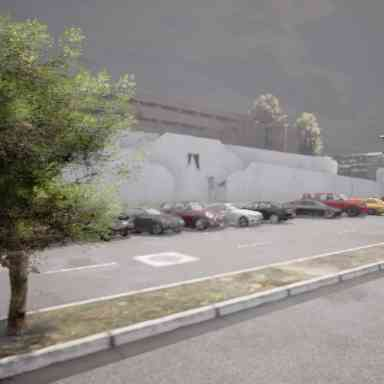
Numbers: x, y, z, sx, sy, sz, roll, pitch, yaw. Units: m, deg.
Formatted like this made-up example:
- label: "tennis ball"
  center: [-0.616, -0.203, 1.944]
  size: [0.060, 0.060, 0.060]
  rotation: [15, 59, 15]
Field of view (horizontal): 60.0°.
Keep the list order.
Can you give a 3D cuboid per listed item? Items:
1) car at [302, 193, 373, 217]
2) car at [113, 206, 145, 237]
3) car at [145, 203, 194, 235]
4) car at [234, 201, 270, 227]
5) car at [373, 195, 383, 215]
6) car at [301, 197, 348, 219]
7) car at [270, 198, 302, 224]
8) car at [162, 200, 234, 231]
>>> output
- label: "car"
  center: [12.147, 1.058, 28.862]
  size: [5.566, 2.045, 2.435]
  rotation: [-1, -1, 35]
- label: "car"
  center: [-5.019, 1.505, 16.691]
  size: [4.792, 1.488, 2.163]
  rotation: [-1, 0, 35]
- label: "car"
  center: [-2.542, 1.504, 18.427]
  size: [4.674, 1.452, 2.002]
  rotation: [-1, -1, 35]
- label: "car"
  center: [2.345, 1.459, 21.908]
  size: [4.674, 1.452, 2.002]
  rotation: [-1, -1, 35]
- label: "car"
  center: [14.723, 1.278, 30.509]
  size: [5.366, 1.575, 1.946]
  rotation: [-1, -1, 35]
- label: "car"
  center: [9.706, 1.364, 27.116]
  size: [4.792, 1.488, 2.163]
  rotation: [-1, -1, 35]
- label: "car"
  center: [4.794, 1.392, 23.641]
  size: [5.008, 1.535, 2.097]
  rotation: [-1, 0, 35]
- label: "car"
  center: [-0.125, 1.316, 20.185]
  size: [4.553, 1.767, 2.185]
  rotation: [-1, -1, 35]
